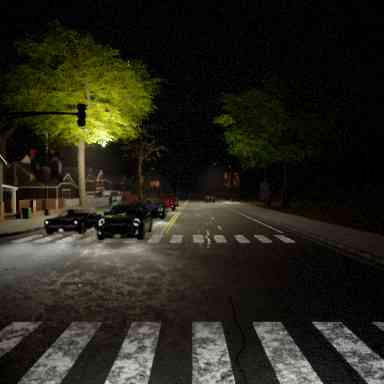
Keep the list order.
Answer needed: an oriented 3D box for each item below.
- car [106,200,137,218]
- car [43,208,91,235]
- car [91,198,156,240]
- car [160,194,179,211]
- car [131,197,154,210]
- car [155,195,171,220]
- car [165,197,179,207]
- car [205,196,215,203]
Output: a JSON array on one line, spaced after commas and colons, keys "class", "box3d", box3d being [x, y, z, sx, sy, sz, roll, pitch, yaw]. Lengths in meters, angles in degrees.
[{"class": "car", "box3d": [-6.438, 1.518, 30.902, 1.812, 1.442, 4.674, 0, 0, 0]}, {"class": "car", "box3d": [-6.509, 1.595, 18.739, 1.895, 1.301, 4.718, 0, 0, 0]}, {"class": "car", "box3d": [-3.267, 1.347, 16.837, 2.097, 1.767, 4.553, 0, 0, 0]}, {"class": "car", "box3d": [-3.145, 1.216, 40.956, 2.150, 2.045, 5.566, 0, 0, 0]}, {"class": "car", "box3d": [-6.378, 1.484, 43.455, 2.128, 1.511, 4.902, 0, 0, 0]}, {"class": "car", "box3d": [-3.213, 1.344, 27.762, 2.097, 1.767, 4.553, 0, 0, 0]}, {"class": "car", "box3d": [-3.056, 1.501, 51.645, 1.837, 1.490, 4.892, 0, 0, 1]}, {"class": "car", "box3d": [3.677, 1.506, 67.636, 1.837, 1.490, 4.892, 0, 0, 1]}]
